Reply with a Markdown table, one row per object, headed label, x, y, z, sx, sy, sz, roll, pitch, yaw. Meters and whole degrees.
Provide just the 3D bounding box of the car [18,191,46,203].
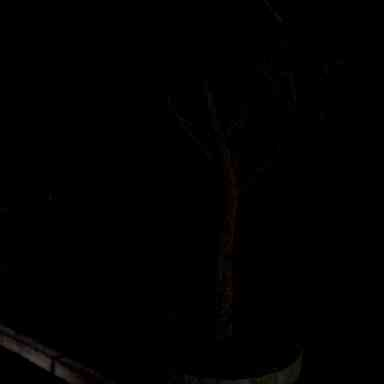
| label | x | y | z | sx | sy | sz | roll | pitch | yaw |
| --- | --- | --- | --- | --- | --- | --- | --- | --- | --- |
| car | -20.051 | 0.922 | 40.744 | 2.150 | 2.045 | 5.566 | 1 | 0 | 32 |
